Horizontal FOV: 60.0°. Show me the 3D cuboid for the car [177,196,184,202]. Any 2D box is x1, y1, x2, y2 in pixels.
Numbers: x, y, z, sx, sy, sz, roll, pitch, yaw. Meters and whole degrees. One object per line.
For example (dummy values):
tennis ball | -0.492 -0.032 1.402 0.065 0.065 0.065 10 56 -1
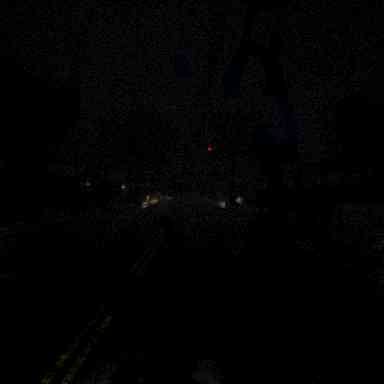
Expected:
car | -3.224 1.781 93.806 2.097 1.767 4.553 0 0 0
